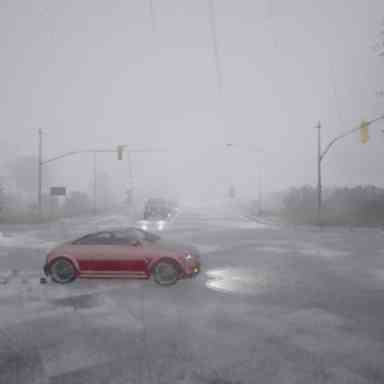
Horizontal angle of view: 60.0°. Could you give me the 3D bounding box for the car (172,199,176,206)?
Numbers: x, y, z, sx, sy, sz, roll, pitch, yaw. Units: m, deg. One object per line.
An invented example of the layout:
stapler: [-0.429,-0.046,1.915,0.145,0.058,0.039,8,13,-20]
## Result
car: [-3.631,2.095,44.718,2.033,1.411,5.357,0,-1,0]

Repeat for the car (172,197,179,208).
car: [-3.592,1.984,62.162,2.150,2.045,5.566,0,-1,1]

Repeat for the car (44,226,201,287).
car: [-1.831,1.680,9.274,4.181,1.385,1.994,0,-1,3]

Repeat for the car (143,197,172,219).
car: [-3.626,1.640,34.110,2.150,2.045,5.566,0,-1,0]
